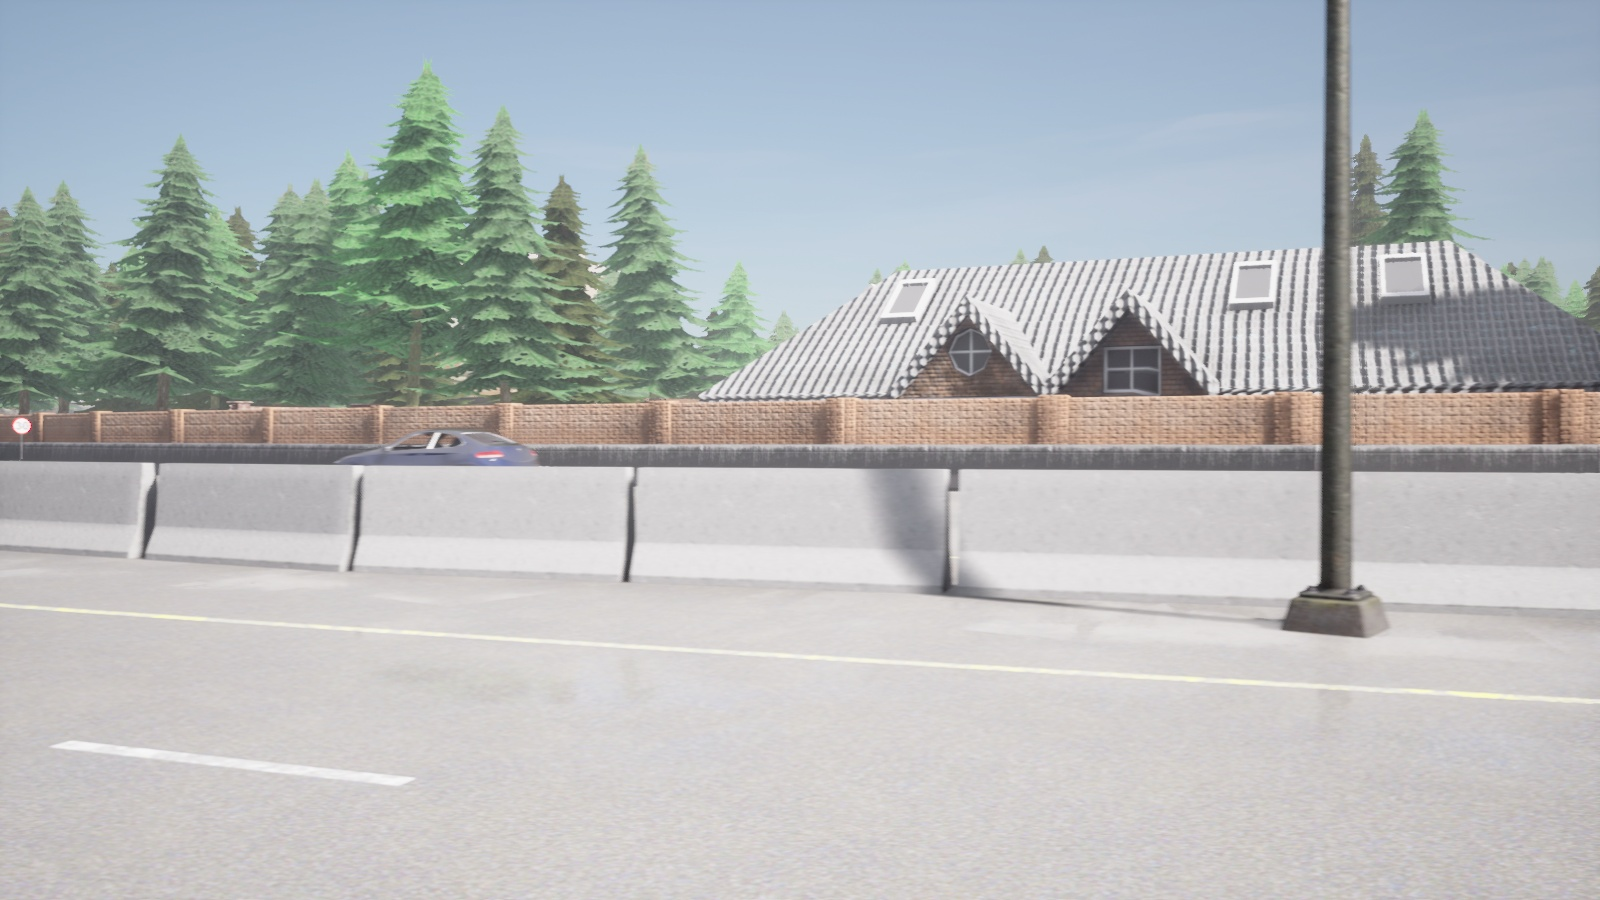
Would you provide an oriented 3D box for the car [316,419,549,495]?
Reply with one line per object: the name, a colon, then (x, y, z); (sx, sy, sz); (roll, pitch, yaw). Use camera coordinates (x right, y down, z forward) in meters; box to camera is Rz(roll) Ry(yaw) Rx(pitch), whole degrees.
car: (-8.548, 0.113, 29.181); (5.027, 1.651, 2.152); (1, 1, 25)
